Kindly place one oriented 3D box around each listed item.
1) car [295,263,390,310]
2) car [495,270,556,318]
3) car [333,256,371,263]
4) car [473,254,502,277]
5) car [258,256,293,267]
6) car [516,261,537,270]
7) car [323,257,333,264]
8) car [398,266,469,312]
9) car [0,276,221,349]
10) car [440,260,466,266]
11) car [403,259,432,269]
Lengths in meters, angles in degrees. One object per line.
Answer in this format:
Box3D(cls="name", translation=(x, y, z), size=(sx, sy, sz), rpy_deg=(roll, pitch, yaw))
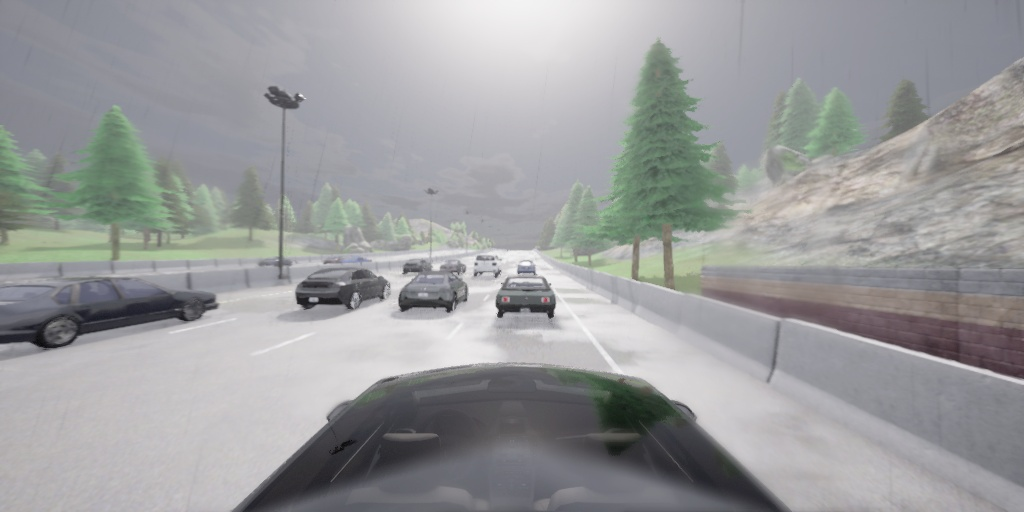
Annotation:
Box3D(cls="car", translation=(-6.445, 1.190, 14.238), size=(1.837, 1.490, 4.892), rpy_deg=(1, 0, 2))
Box3D(cls="car", translation=(0.500, 1.355, 13.080), size=(1.895, 1.301, 4.718), rpy_deg=(1, 0, 2))
Box3D(cls="car", translation=(-19.427, 0.757, 44.087), size=(1.882, 1.535, 5.008), rpy_deg=(1, 1, 3))
Box3D(cls="car", translation=(-2.186, 0.812, 32.930), size=(2.150, 2.045, 5.566), rpy_deg=(1, 1, 2))
Box3D(cls="car", translation=(-29.872, 0.730, 45.377), size=(1.994, 1.385, 4.181), rpy_deg=(1, 1, 3))
Box3D(cls="car", translation=(1.391, 1.146, 34.793), size=(2.033, 1.411, 5.357), rpy_deg=(1, 1, 2))
Box3D(cls="car", translation=(-26.031, 0.624, 52.951), size=(1.994, 1.385, 4.181), rpy_deg=(1, 1, 3))
Box3D(cls="car", translation=(-2.944, 1.283, 14.171), size=(1.994, 1.385, 4.181), rpy_deg=(1, 0, 2))
Box3D(cls="car", translation=(-10.175, 1.207, 8.780), size=(2.033, 1.411, 5.357), rpy_deg=(1, 0, 2))
Box3D(cls="car", translation=(-5.626, 1.087, 34.519), size=(2.033, 1.411, 5.357), rpy_deg=(1, 1, 2))
Box3D(cls="car", translation=(-9.115, 1.010, 34.870), size=(1.837, 1.490, 4.892), rpy_deg=(1, 1, 2))
